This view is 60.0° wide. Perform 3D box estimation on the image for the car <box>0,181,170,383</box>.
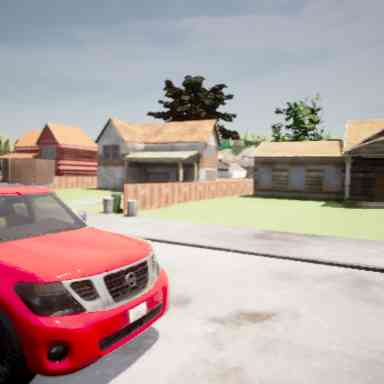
[{"bbox_3d":[-3.044,0.866,4.917,5.566,2.045,2.150,3,3,27],"label":"car"}]
